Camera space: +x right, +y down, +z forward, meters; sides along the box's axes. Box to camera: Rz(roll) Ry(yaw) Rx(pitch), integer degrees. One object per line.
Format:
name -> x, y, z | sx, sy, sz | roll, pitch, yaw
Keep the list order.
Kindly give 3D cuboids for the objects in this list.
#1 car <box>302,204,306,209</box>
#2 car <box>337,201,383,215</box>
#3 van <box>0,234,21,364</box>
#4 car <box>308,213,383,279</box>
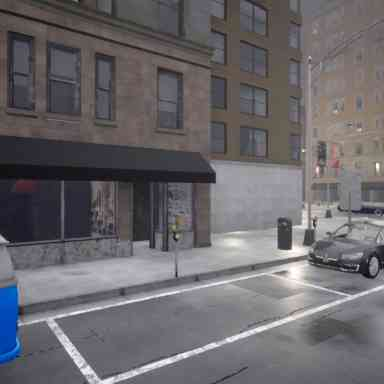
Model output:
car -> 10.541, 1.430, 38.908 | 2.033, 1.411, 5.357 | 0, 0, -36
car -> 16.219, 1.529, 31.040 | 1.895, 1.301, 4.718 | 0, 0, -36
van -> -3.937, 1.341, 3.379 | 3.998, 1.788, 1.690 | 0, 0, -36
car -> 5.274, 1.550, 9.965 | 4.403, 1.369, 2.008 | 0, 0, -36
